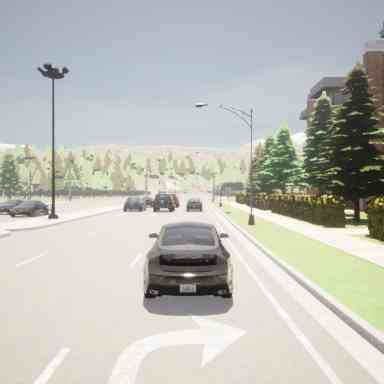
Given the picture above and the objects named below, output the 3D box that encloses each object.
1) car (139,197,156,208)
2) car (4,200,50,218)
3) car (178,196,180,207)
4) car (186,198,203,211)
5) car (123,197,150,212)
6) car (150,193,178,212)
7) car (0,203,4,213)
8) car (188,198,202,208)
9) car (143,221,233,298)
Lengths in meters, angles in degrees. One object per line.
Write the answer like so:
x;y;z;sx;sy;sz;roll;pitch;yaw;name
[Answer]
-6.554;1.505;49.464;1.837;1.490;4.892;0;0;1;car
-14.914;1.526;30.754;1.812;1.442;4.674;0;0;1;car
-3.054;1.221;49.441;2.150;2.045;5.566;0;0;1;car
0.297;1.492;39.606;2.128;1.511;4.902;0;0;1;car
-6.705;1.352;39.537;2.097;1.767;4.553;0;0;1;car
-3.216;1.221;38.798;2.150;2.045;5.566;0;0;1;car
-18.365;1.526;34.239;1.812;1.442;4.674;0;0;1;car
0.450;1.564;49.671;1.994;1.385;4.181;0;0;1;car
-0.085;1.504;8.473;1.837;1.490;4.892;0;0;0;car
